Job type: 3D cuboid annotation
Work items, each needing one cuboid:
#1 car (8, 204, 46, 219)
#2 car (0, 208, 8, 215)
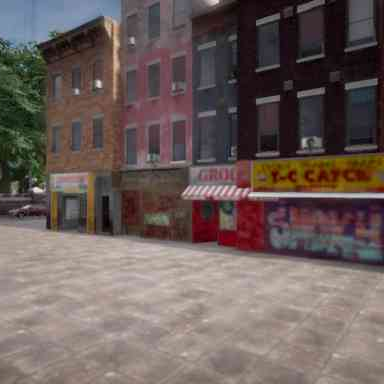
[{"bbox_3d":[-15.142,1.799,31.458,1.802,1.307,4.206,-1,-1,36],"label":"car"},{"bbox_3d":[-18.322,1.469,27.038,2.192,1.841,5.009,-1,-1,36],"label":"car"}]
